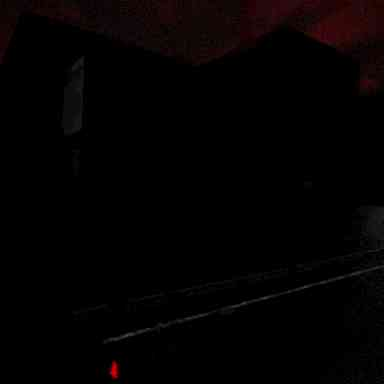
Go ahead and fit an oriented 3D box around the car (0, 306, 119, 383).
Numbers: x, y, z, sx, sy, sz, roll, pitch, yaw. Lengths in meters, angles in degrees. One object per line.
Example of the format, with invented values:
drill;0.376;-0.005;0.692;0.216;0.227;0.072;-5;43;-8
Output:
car;-2.562;1.563;2.085;4.181;1.385;1.994;0;0;-36
